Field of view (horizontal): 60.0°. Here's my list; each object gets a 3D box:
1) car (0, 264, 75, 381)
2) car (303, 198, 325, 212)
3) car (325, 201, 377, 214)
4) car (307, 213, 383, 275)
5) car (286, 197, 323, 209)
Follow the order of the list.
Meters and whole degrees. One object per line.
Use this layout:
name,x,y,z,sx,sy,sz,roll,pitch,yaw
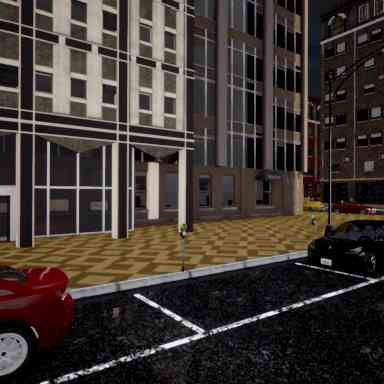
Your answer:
car,-3.756,1.545,3.874,4.507,1.381,1.887,0,0,-36
car,12.331,1.468,36.633,1.752,1.417,4.829,0,0,-36
car,15.538,1.535,32.174,1.802,1.307,4.206,0,0,-36
car,5.494,1.567,10.497,4.313,1.339,1.947,0,0,-36
car,15.625,1.500,46.401,1.752,1.417,4.829,0,0,-36
